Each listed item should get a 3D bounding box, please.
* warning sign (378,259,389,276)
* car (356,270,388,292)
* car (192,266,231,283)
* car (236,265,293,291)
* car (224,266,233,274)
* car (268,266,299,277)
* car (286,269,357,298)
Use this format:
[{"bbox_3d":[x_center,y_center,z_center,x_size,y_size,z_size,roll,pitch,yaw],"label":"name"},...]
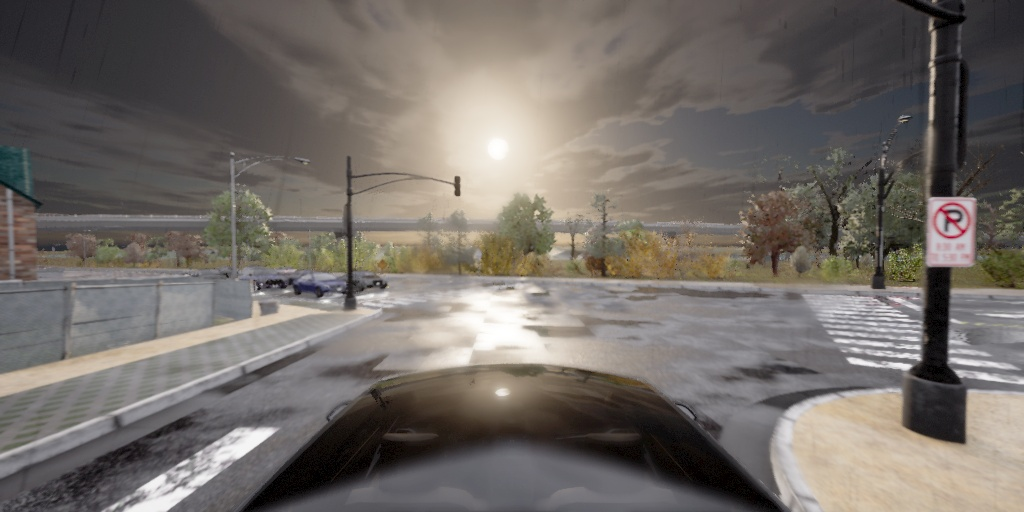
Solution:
[{"bbox_3d":[-14.580,1.254,40.268,1.060,1.860,1.300,0,0,36],"label":"warning sign"},{"bbox_3d":[-10.892,1.753,26.010,4.181,1.385,1.994,-1,1,36],"label":"car"},{"bbox_3d":[-30.559,2.060,36.085,4.892,1.490,1.837,1,2,36],"label":"car"},{"bbox_3d":[-19.616,1.728,28.244,4.553,1.767,2.097,-1,1,36],"label":"car"},{"bbox_3d":[-37.076,2.239,44.823,4.718,1.301,1.895,-1,1,36],"label":"car"},{"bbox_3d":[-30.928,2.055,48.436,4.718,1.301,1.895,-1,1,36],"label":"car"},{"bbox_3d":[-12.321,1.777,23.034,4.674,1.442,1.812,-1,1,36],"label":"car"}]
